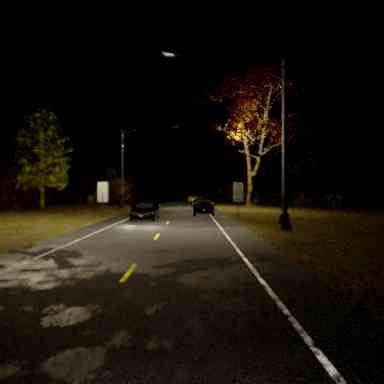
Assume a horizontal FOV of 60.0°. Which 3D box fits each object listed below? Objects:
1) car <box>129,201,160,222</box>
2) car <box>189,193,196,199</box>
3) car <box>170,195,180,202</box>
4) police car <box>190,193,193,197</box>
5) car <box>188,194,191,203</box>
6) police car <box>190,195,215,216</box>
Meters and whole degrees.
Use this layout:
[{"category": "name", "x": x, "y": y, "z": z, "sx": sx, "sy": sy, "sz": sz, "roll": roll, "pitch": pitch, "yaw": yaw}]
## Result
[{"category": "car", "x": -3.593, "y": 1.419, "z": 25.842, "sx": 1.882, "sy": 1.535, "sz": 5.008, "roll": 0, "pitch": 0, "yaw": 0}, {"category": "car", "x": 0.133, "y": 1.155, "z": 87.324, "sx": 1.837, "sy": 1.490, "sz": 4.892, "roll": 0, "pitch": 0, "yaw": 0}, {"category": "car", "x": -3.416, "y": 1.368, "z": 68.057, "sx": 2.033, "sy": 1.411, "sz": 5.357, "roll": 0, "pitch": 0, "yaw": 0}, {"category": "police car", "x": 1.082, "y": 1.311, "z": 47.283, "sx": 1.930, "sy": 1.638, "sz": 5.238, "roll": 0, "pitch": 0, "yaw": 0}, {"category": "car", "x": 0.080, "y": 1.315, "z": 66.387, "sx": 1.882, "sy": 1.535, "sz": 5.008, "roll": 0, "pitch": 0, "yaw": 0}, {"category": "police car", "x": 1.055, "y": 1.353, "z": 31.289, "sx": 1.930, "sy": 1.638, "sz": 5.238, "roll": 0, "pitch": 0, "yaw": 0}]
